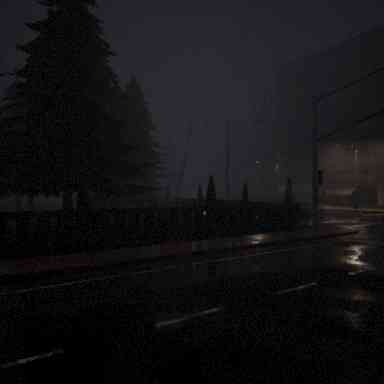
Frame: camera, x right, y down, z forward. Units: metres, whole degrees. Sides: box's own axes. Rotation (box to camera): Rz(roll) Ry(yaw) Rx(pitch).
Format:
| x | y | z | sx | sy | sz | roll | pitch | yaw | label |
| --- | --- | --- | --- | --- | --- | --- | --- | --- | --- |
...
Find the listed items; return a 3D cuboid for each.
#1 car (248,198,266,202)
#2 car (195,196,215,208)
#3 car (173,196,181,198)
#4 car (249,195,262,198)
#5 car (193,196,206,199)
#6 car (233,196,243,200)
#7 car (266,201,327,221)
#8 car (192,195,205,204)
| x | y | z | sx | sy | sz | roll | pitch | yaw | label |
| --- | --- | --- | --- | --- | --- | --- | --- | --- | --- |
| 7.893 | 1.546 | 34.368 | 1.895 | 1.301 | 4.718 | 0 | 0 | -32 | car |
| 1.877 | 1.422 | 48.486 | 1.882 | 1.535 | 5.008 | 0 | 0 | -10 | car |
| -2.395 | 1.437 | 53.788 | 2.128 | 1.511 | 4.902 | 0 | 0 | -3 | car |
| 14.852 | 1.469 | 77.601 | 1.812 | 1.442 | 4.674 | 0 | 0 | 40 | car |
| 1.335 | 1.470 | 39.084 | 1.812 | 1.442 | 4.674 | 0 | 0 | -23 | car |
| 9.491 | 1.492 | 66.936 | 2.033 | 1.411 | 5.357 | 0 | 0 | 17 | car |
| 8.535 | 1.470 | 26.918 | 1.812 | 1.442 | 4.674 | 0 | 0 | -33 | car |
| 1.181 | 1.422 | 61.970 | 1.882 | 1.535 | 5.008 | 0 | 0 | 8 | car |
